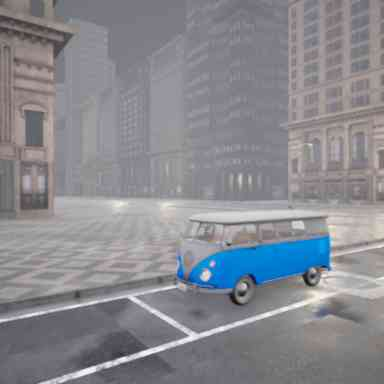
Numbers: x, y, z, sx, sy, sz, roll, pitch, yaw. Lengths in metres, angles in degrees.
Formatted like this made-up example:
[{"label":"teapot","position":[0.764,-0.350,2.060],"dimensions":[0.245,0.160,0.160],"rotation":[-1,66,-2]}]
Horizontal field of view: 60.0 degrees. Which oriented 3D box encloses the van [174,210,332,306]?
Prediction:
[{"label":"van","position":[1.522,1.337,7.738],"dimensions":[3.998,1.788,1.690],"rotation":[0,0,-36]}]
